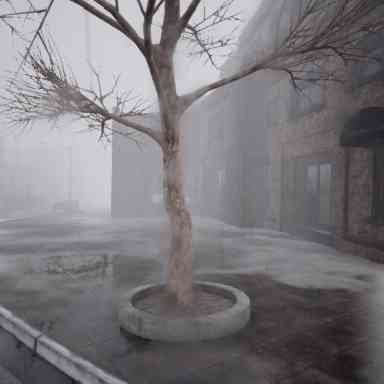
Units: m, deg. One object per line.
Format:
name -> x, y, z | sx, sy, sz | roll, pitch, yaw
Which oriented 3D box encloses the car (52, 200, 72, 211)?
car -> -16.860, 1.733, 44.367 | 1.812, 1.442, 4.674 | 1, 0, 8
